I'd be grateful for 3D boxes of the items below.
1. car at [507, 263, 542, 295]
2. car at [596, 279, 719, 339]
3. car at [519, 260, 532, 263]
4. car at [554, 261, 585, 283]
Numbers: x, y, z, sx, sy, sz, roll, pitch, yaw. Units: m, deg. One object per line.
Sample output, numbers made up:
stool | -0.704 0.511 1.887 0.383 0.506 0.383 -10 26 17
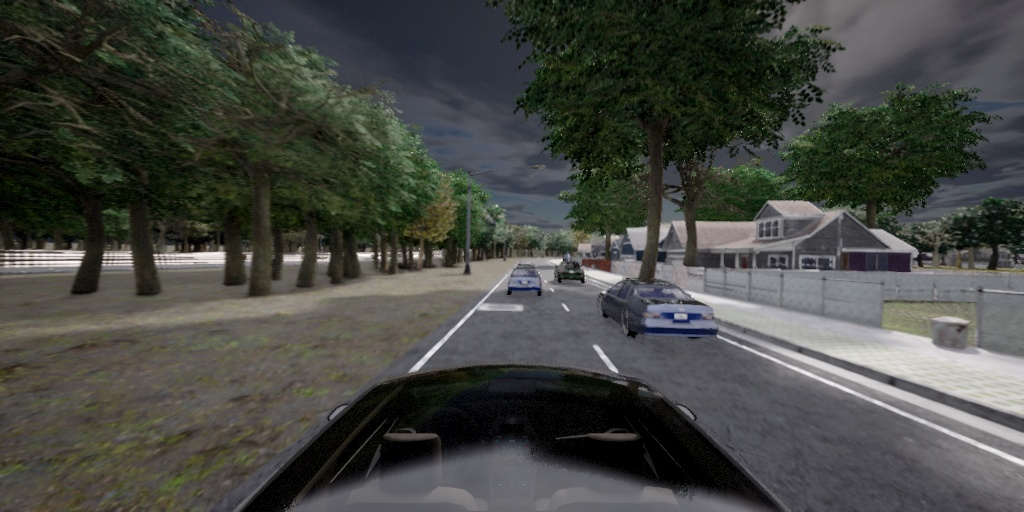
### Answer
car | 0.713 1.329 20.104 2.033 1.411 5.357 1 0 2
car | 3.849 1.395 10.479 2.033 1.411 5.357 1 0 2
car | 1.467 1.230 39.030 2.128 1.511 4.902 1 0 2
car | 4.596 1.202 29.234 2.097 1.767 4.553 1 0 2
